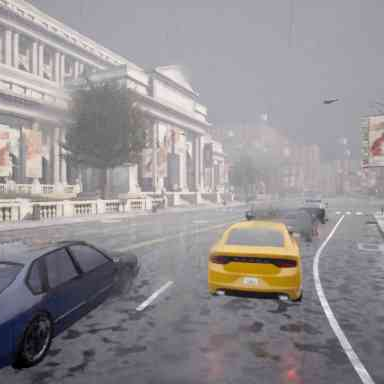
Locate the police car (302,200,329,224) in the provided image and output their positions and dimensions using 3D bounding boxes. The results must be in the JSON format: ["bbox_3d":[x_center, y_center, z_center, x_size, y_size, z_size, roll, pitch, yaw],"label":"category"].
[{"bbox_3d":[9.193,1.425,25.118,1.930,1.638,5.238,0,0,27],"label":"police car"}]

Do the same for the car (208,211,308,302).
[{"bbox_3d":[1.709,1.478,8.472,1.882,1.535,5.008,0,0,15],"label":"car"}]

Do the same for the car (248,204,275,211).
[{"bbox_3d":[5.708,1.600,25.764,1.895,1.301,4.718,0,0,27],"label":"car"}]

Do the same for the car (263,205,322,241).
[{"bbox_3d":[5.179,1.564,16.767,1.994,1.385,4.181,0,0,26],"label":"car"}]

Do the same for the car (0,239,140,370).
[{"bbox_3d":[-2.614,1.547,5.768,2.033,1.411,5.357,0,0,11],"label":"car"}]
